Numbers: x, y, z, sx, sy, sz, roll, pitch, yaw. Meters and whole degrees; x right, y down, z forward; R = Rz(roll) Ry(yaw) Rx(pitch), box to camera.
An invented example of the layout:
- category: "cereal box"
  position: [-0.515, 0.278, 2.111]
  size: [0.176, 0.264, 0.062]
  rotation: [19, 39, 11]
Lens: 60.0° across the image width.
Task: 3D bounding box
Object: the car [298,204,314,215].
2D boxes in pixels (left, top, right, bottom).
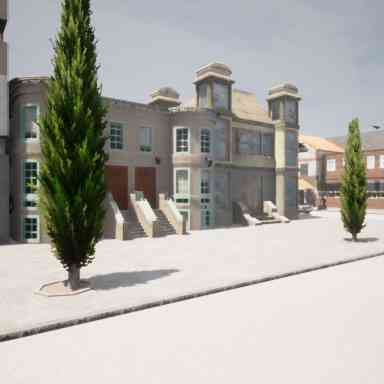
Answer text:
- category: "car"
  position: [10.175, 1.601, 34.491]
  size: [1.895, 1.301, 4.718]
  rotation: [0, 0, -35]

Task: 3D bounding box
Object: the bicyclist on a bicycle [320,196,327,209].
- category: "bicyclist on a bicycle"
  position: [16.051, 1.349, 40.717]
  size: [1.656, 1.620, 0.582]
  rotation: [0, 0, -35]
